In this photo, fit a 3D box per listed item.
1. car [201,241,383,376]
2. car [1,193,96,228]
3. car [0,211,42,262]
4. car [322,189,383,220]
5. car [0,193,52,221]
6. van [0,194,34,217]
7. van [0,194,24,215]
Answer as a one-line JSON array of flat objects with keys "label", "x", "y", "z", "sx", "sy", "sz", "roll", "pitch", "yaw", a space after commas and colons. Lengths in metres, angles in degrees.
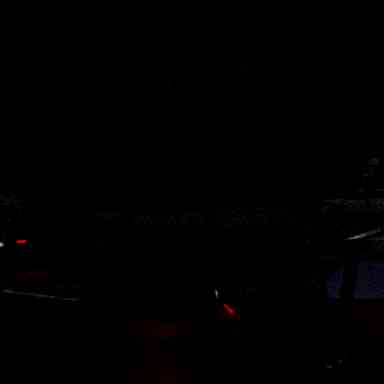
[{"label": "car", "x": 2.850, "y": 1.485, "z": 4.954, "sx": 5.357, "sy": 1.411, "sz": 2.033, "roll": 0, "pitch": 1, "yaw": -6}, {"label": "car", "x": -8.724, "y": 1.136, "z": 21.502, "sx": 2.435, "sy": 2.045, "sz": 5.566, "roll": -1, "pitch": 0, "yaw": 26}, {"label": "car", "x": -7.120, "y": 1.538, "z": 11.102, "sx": 2.033, "sy": 1.411, "sz": 5.357, "roll": -2, "pitch": 1, "yaw": -44}, {"label": "car", "x": 11.828, "y": 0.823, "z": 22.678, "sx": 5.566, "sy": 2.045, "sz": 2.435, "roll": -1, "pitch": 0, "yaw": 28}, {"label": "car", "x": -14.873, "y": 1.155, "z": 27.857, "sx": 2.435, "sy": 2.045, "sz": 5.566, "roll": 0, "pitch": 0, "yaw": 26}, {"label": "van", "x": -16.865, "y": 1.187, "z": 30.128, "sx": 1.878, "sy": 1.987, "sz": 4.442, "roll": -1, "pitch": 0, "yaw": 26}, {"label": "van", "x": -18.912, "y": 1.194, "z": 32.265, "sx": 1.878, "sy": 1.987, "sz": 4.442, "roll": -1, "pitch": 0, "yaw": 26}]
